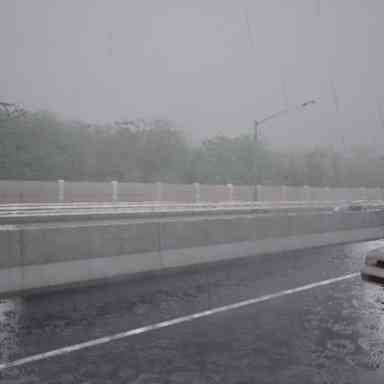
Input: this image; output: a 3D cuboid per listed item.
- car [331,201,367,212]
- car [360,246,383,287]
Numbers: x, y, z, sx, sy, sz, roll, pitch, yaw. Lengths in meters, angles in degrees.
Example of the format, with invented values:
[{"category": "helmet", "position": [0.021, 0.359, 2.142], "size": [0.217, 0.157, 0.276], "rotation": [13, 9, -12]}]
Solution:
[{"category": "car", "position": [17.690, 1.721, 37.385], "size": [4.902, 1.511, 2.128], "rotation": [1, 0, -34]}, {"category": "car", "position": [6.270, 1.591, 8.155], "size": [5.357, 1.411, 2.033], "rotation": [0, 0, -35]}]
